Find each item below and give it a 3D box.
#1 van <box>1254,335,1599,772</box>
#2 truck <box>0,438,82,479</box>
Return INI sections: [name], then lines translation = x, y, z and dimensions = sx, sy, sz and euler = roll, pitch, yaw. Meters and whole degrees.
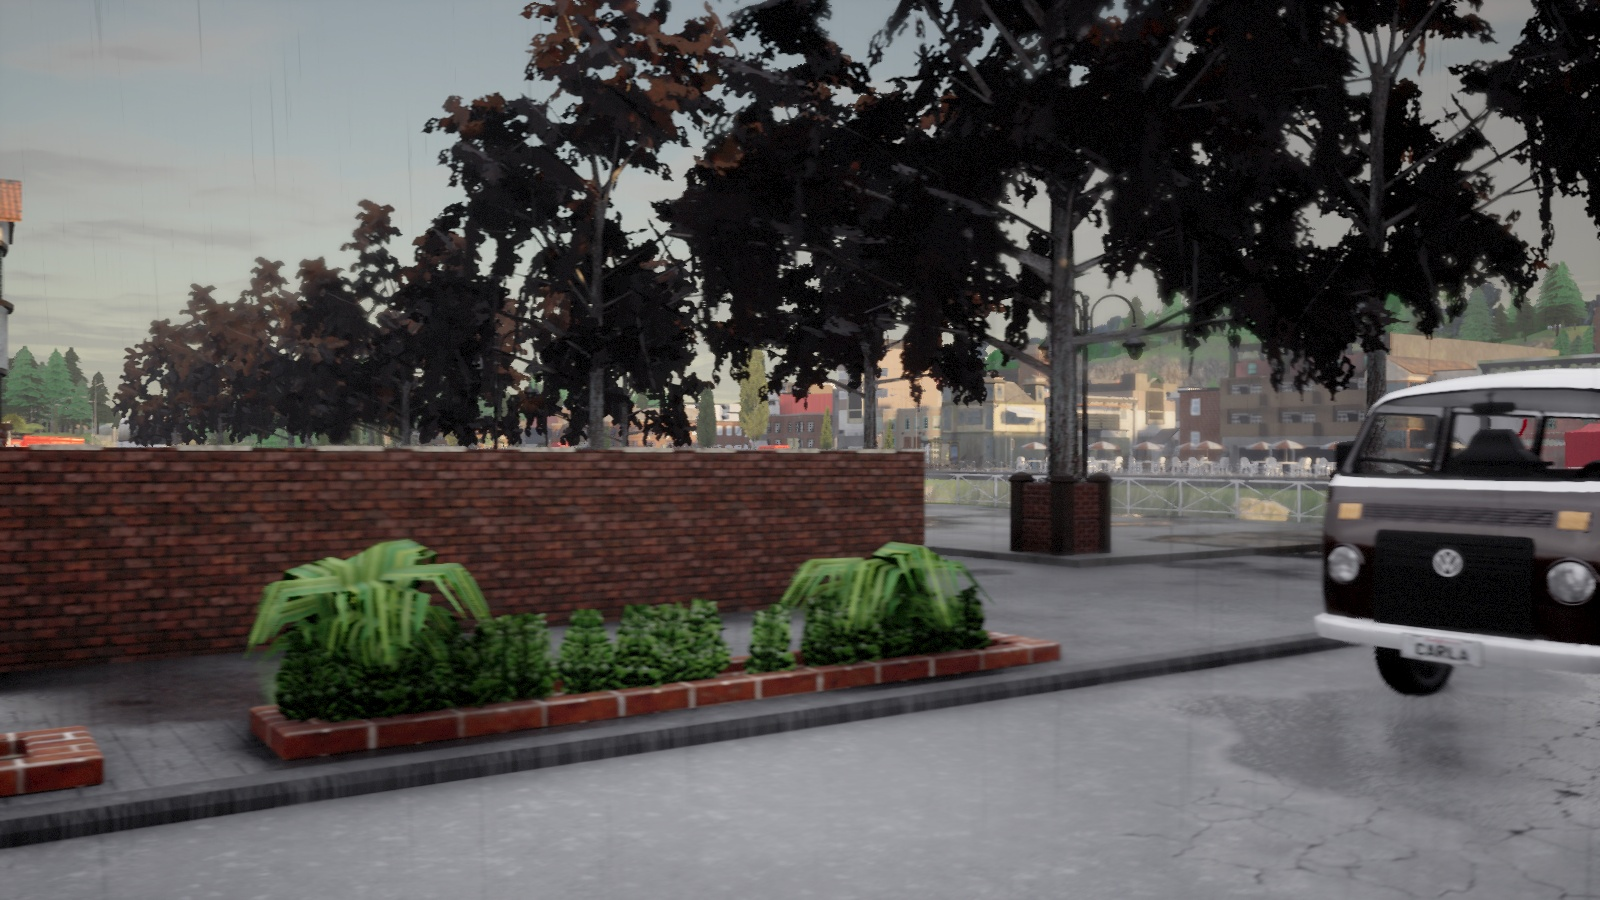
[van]
translation = 5.104, 0.489, 7.822
dimensions = 4.480, 2.038, 2.069
euler = 0, 0, -35
[truck]
translation = -49.618, 0.534, 81.310
dimensions = 5.204, 2.467, 2.627
euler = 2, 0, -34
